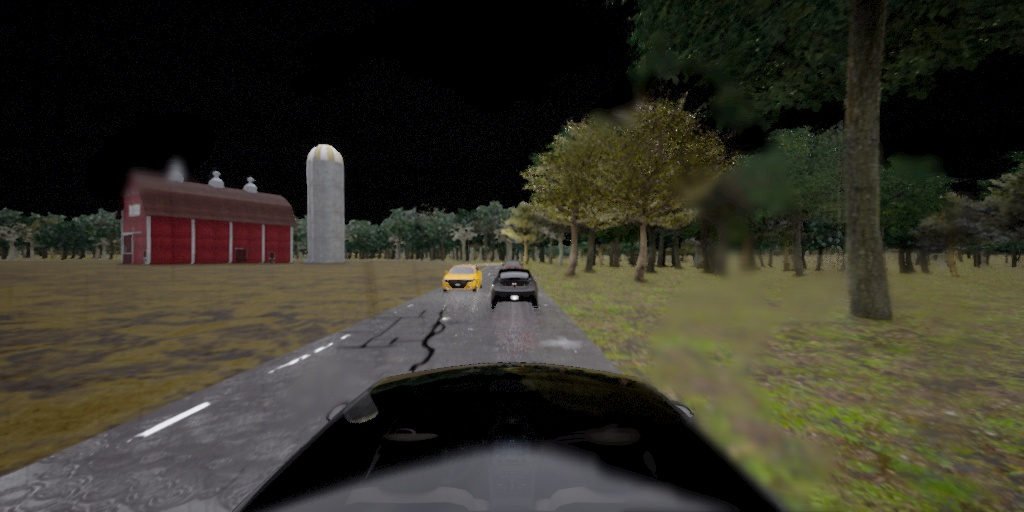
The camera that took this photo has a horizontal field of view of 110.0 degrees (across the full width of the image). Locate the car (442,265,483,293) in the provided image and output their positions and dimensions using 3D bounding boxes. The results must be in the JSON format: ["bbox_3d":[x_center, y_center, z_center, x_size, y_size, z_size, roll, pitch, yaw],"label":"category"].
[{"bbox_3d":[-2.830,1.258,21.290,1.882,1.535,5.008,0,0,0],"label":"car"}]

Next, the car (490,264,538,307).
[{"bbox_3d":[0.094,1.275,15.500,1.837,1.490,4.892,0,0,0],"label":"car"}]

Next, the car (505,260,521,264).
[{"bbox_3d":[0.058,1.154,35.458,2.097,1.767,4.553,0,0,0],"label":"car"}]
